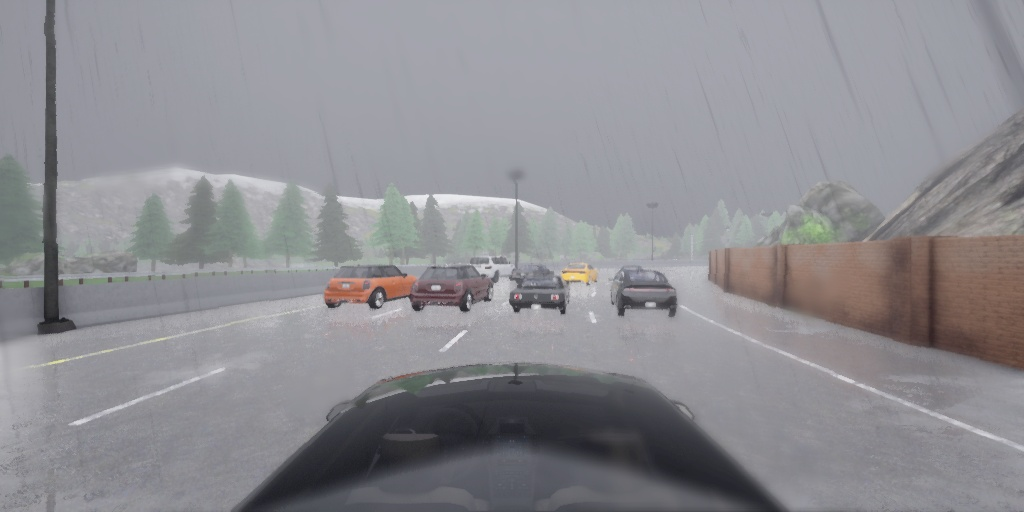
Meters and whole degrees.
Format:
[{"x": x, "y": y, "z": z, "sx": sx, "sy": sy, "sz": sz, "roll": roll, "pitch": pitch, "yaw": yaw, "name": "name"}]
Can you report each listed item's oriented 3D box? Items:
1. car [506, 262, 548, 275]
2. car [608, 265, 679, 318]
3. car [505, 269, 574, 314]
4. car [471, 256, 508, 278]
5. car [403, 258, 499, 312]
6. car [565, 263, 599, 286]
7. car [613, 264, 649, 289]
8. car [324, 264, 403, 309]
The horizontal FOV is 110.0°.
[{"x": 1.715, "y": 1.313, "z": 27.119, "sx": 2.033, "sy": 1.411, "sz": 5.357, "roll": 0, "pitch": 0, "yaw": 23, "name": "car"}, {"x": 4.663, "y": 1.245, "z": 13.112, "sx": 2.128, "sy": 1.511, "sz": 4.902, "roll": 0, "pitch": 0, "yaw": 11, "name": "car"}, {"x": 1.239, "y": 1.366, "z": 13.836, "sx": 1.895, "sy": 1.301, "sz": 4.718, "roll": 0, "pitch": 0, "yaw": 11, "name": "car"}, {"x": -1.495, "y": 1.008, "z": 28.515, "sx": 2.150, "sy": 2.045, "sz": 5.566, "roll": 0, "pitch": 0, "yaw": 23, "name": "car"}, {"x": -2.203, "y": 1.116, "z": 14.472, "sx": 2.097, "sy": 1.767, "sz": 4.553, "roll": 0, "pitch": 0, "yaw": 11, "name": "car"}, {"x": 4.936, "y": 1.235, "z": 25.751, "sx": 1.882, "sy": 1.535, "sz": 5.008, "roll": 0, "pitch": 0, "yaw": 23, "name": "car"}, {"x": 8.158, "y": 1.322, "z": 24.383, "sx": 1.994, "sy": 1.385, "sz": 4.181, "roll": 0, "pitch": 0, "yaw": 23, "name": "car"}, {"x": -5.634, "y": 1.116, "z": 15.166, "sx": 2.097, "sy": 1.767, "sz": 4.553, "roll": 0, "pitch": 0, "yaw": 11, "name": "car"}]
